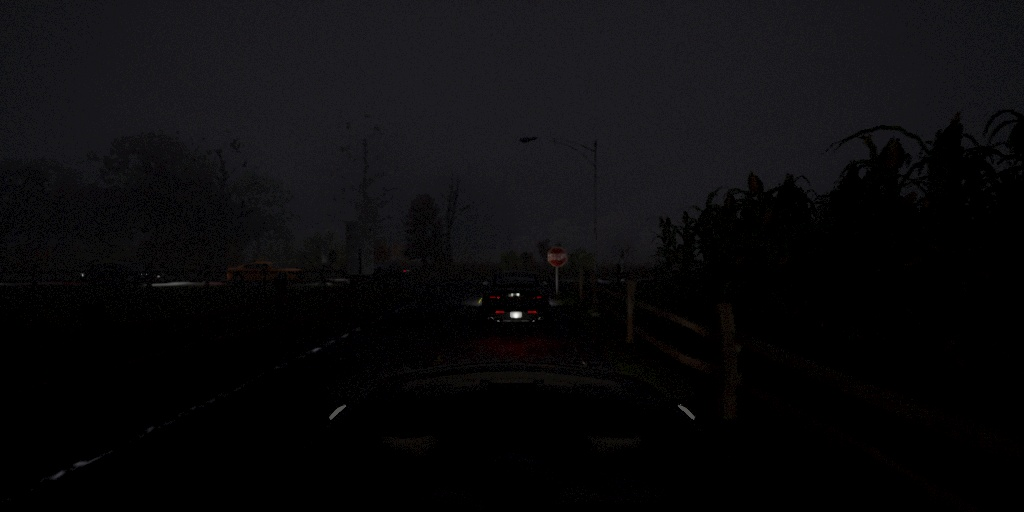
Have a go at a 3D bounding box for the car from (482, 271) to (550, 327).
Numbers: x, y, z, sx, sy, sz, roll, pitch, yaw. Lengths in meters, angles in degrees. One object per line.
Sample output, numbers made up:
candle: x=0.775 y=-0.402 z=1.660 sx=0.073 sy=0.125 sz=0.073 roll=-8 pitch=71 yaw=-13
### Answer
car: x=0.100 y=1.216 z=11.373 sx=1.837 sy=1.490 sz=4.892 roll=0 pitch=0 yaw=0

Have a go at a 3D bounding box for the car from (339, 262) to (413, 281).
car: x=-10.716 y=1.211 z=28.435 sx=5.357 sy=1.411 sz=2.033 roll=0 pitch=0 yaw=3

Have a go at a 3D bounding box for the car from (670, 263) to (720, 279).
car: x=14.615 y=1.213 z=27.868 sx=4.718 sy=1.301 sz=1.895 roll=0 pitch=0 yaw=1

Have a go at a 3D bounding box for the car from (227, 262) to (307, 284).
car: x=-17.227 y=1.161 z=25.368 sx=5.008 sy=1.535 sz=1.882 roll=0 pitch=0 yaw=1

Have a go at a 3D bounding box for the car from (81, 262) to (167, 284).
car: x=-27.536 y=1.200 z=25.512 sx=4.892 sy=1.490 sz=1.837 roll=0 pitch=0 yaw=1

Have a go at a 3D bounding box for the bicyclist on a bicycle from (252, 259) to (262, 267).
bicyclist on a bicycle: x=-22.418 y=1.123 z=31.412 sx=0.582 sy=1.620 sz=1.656 roll=0 pitch=1 yaw=1
